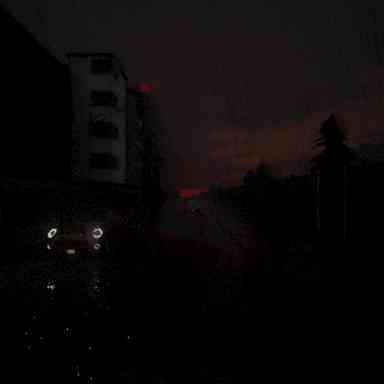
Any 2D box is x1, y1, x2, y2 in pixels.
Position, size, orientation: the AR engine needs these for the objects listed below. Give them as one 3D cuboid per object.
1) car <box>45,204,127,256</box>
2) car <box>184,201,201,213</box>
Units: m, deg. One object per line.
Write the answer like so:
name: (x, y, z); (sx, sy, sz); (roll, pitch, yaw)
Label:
car: (-4.053, 1.430, 13.425); (2.097, 1.767, 4.553); (0, 0, 0)
car: (0.079, 1.752, 39.547); (1.812, 1.442, 4.674); (0, 0, 0)
